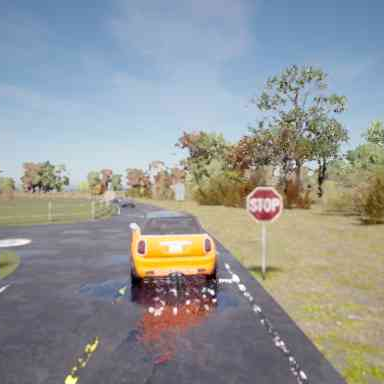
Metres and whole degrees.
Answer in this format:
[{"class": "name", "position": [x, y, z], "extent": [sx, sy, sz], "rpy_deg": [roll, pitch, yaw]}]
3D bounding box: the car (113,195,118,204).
[{"class": "car", "position": [-13.349, 1.359, 61.055], "extent": [2.128, 1.511, 4.902], "rpy_deg": [0, 0, -18]}]

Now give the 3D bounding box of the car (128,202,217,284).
[{"class": "car", "position": [-0.741, 1.331, 9.810], "extent": [2.097, 1.767, 4.553], "rpy_deg": [0, 0, -10]}]

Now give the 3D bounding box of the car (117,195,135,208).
[{"class": "car", "position": [-8.823, 1.448, 45.726], "extent": [2.033, 1.411, 5.357], "rpy_deg": [0, 0, -14]}]
